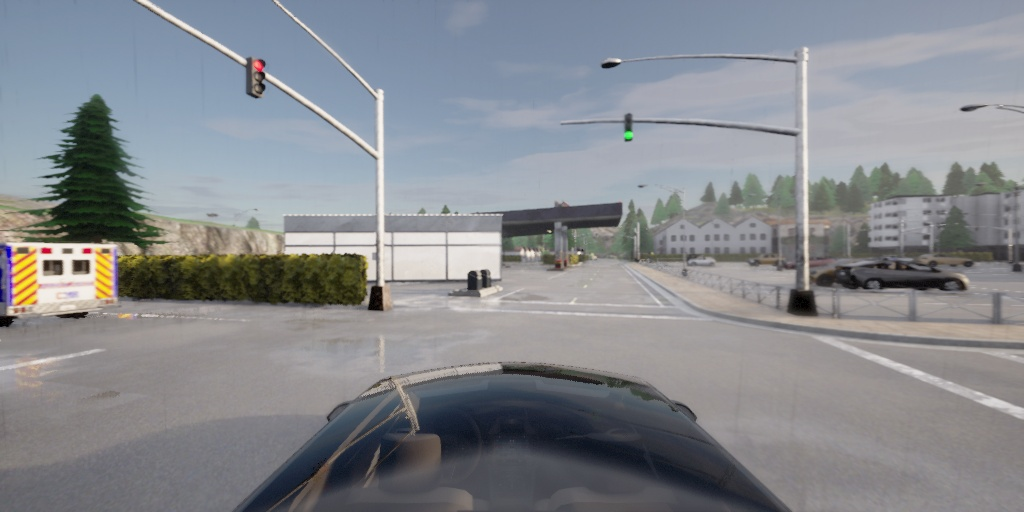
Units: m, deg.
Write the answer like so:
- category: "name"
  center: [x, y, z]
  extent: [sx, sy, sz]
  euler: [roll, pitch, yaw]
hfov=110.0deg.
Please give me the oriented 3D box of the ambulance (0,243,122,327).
- category: "ambulance"
  center: [-16.134, 0.862, 11.492]
  extent: [6.366, 2.431, 2.351]
  euler: [0, 0, 15]
